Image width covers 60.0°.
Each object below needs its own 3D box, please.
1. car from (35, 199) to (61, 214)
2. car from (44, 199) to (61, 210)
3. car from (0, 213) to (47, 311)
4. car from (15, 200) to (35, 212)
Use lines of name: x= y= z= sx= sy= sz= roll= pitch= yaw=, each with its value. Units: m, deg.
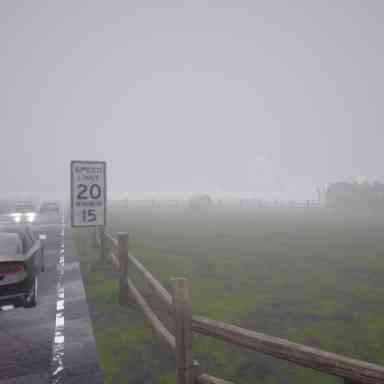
car: x=-15.153 y=1.495 z=35.531 sx=2.128 sy=1.511 sz=4.902 roll=0 pitch=0 yaw=-21
car: x=-18.948 y=1.604 z=45.269 sx=1.895 sy=1.301 sz=4.718 roll=0 pitch=0 yaw=-21
car: x=-4.444 y=1.481 z=7.521 sx=1.882 sy=1.535 sz=5.008 roll=0 pitch=0 yaw=-21
car: x=-19.627 y=1.623 z=39.366 sx=1.895 sy=1.301 sz=4.718 roll=0 pitch=0 yaw=-21
